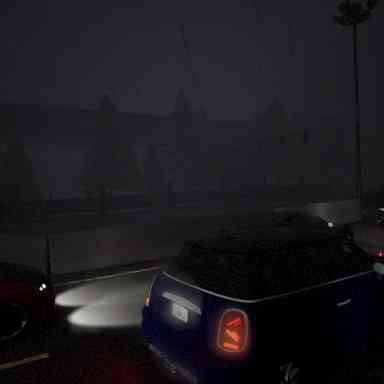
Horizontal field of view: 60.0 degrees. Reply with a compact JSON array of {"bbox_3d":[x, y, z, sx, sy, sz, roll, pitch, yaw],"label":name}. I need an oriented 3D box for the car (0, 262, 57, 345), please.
[{"bbox_3d":[-4.303,1.565,4.983,4.181,1.385,1.994,0,0,-35],"label":"car"}]

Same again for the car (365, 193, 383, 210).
[{"bbox_3d":[10.689,0.864,15.825,4.902,1.511,2.128,-4,2,-36],"label":"car"}]

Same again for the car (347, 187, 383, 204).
[{"bbox_3d":[14.688,0.349,26.202,5.008,1.535,1.882,-3,1,-10],"label":"car"}]

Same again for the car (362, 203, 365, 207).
[{"bbox_3d":[3.068,1.321,10.304,5.008,1.535,1.882,-3,1,-36],"label":"car"}]

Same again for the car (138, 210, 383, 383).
[{"bbox_3d":[1.592,1.313,4.915,4.553,1.767,2.097,-1,1,-36],"label":"car"}]
